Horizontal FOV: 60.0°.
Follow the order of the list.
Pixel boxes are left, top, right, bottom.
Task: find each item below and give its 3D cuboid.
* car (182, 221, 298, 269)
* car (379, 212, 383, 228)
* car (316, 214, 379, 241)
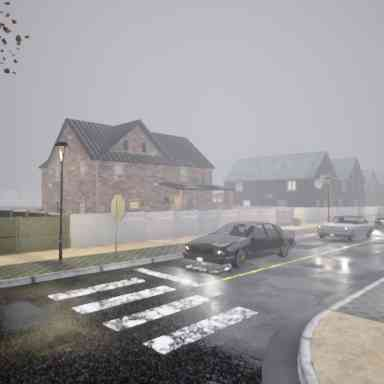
[{"bbox_3d":[2.073,1.823,12.566,2.033,1.411,5.357,-1,-2,43],"label":"car"},{"bbox_3d":[16.610,2.245,27.422,2.128,1.511,4.902,-1,-2,45],"label":"car"},{"bbox_3d":[9.276,2.109,19.952,1.895,1.301,4.718,-1,-2,44],"label":"car"}]
